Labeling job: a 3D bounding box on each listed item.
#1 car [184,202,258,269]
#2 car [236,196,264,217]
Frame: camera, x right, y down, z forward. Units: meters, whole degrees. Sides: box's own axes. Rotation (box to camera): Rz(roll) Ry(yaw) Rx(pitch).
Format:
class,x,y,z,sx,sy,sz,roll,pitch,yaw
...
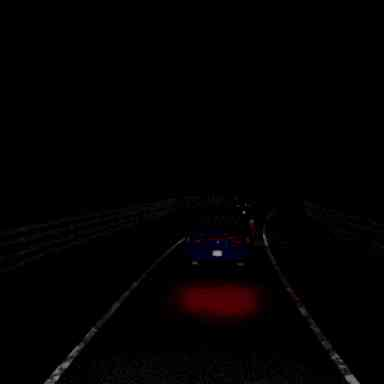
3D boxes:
class,x,y,z,sx,sy,sz,roll,pitch,yaw
car,0.988,1.335,10.764,1.882,1.535,5.008,0,1,8
car,4.444,1.113,26.065,1.837,1.490,4.892,-1,1,18
